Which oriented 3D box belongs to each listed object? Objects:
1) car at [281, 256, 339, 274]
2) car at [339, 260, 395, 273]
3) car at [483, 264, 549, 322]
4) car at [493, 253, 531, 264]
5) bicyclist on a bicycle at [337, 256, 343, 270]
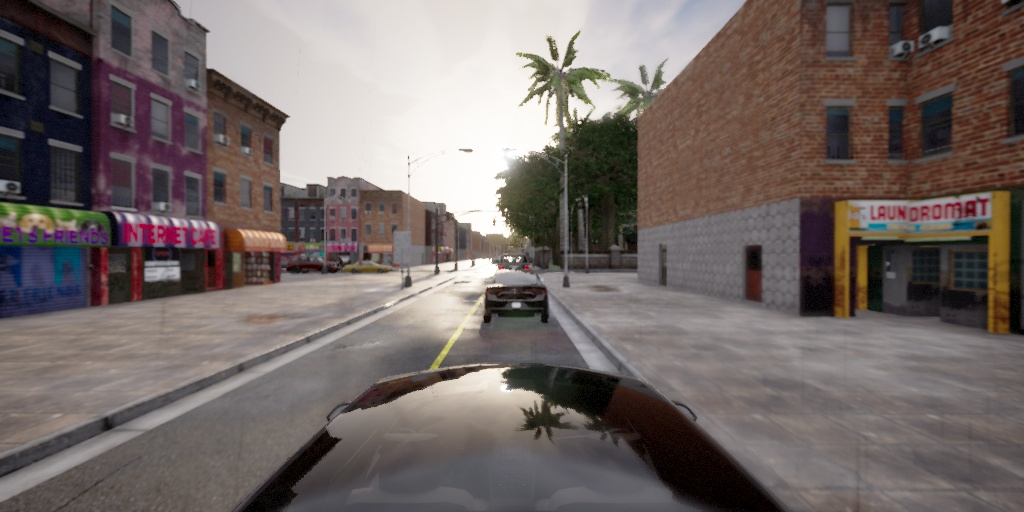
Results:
[{"bbox_3d":[-20.052,0.907,36.328,5.009,1.841,2.192,0,0,0],"label":"car"},{"bbox_3d":[-14.430,1.104,36.333,4.829,1.417,1.751,0,0,0],"label":"car"},{"bbox_3d":[0.105,1.164,11.981,1.882,1.535,5.008,0,0,0],"label":"car"},{"bbox_3d":[0.108,0.841,23.745,2.150,2.045,5.566,0,0,-1],"label":"car"},{"bbox_3d":[-20.133,0.868,41.968,0.582,1.620,1.656,0,1,0],"label":"bicyclist on a bicycle"}]
